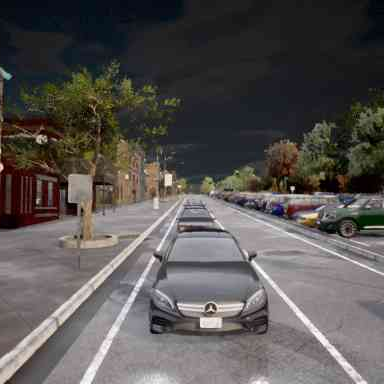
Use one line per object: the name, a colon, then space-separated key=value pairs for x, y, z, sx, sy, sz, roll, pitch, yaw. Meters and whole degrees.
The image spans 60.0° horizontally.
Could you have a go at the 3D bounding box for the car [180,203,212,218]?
car: x=0.194 y=1.532 z=17.447 sx=2.033 sy=1.411 sz=5.357 roll=0 pitch=0 yaw=0

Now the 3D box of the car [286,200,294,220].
car: x=9.244 y=1.506 z=22.681 sx=4.674 sy=1.452 sz=2.002 roll=0 pitch=0 yaw=0

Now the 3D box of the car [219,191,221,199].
car: x=8.896 y=0.938 z=67.538 sx=5.566 sy=2.045 sz=2.435 roll=0 pitch=1 yaw=0

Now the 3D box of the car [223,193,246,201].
car: x=8.874 y=1.039 z=70.342 sx=4.553 sy=1.767 sz=2.185 roll=0 pitch=1 yaw=0

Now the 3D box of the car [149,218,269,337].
car: x=0.253 y=1.524 z=6.868 sx=1.812 sy=1.442 sz=4.674 roll=0 pitch=0 yaw=0

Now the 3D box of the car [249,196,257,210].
car: x=9.171 y=1.470 z=36.699 sx=4.792 sy=1.488 sz=2.163 roll=0 pitch=0 yaw=0

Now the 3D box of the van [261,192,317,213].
van: x=9.065 y=1.230 z=31.093 sx=4.442 sy=1.987 sz=1.878 roll=0 pitch=0 yaw=0

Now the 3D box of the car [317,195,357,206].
car: x=22.305 y=1.332 z=51.351 sx=5.366 sy=1.575 sz=1.946 roll=0 pitch=1 yaw=0

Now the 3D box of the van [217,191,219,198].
van: x=8.729 y=0.864 z=78.750 sx=4.442 sy=1.987 sz=1.878 roll=0 pitch=1 yaw=0

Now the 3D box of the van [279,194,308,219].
van: x=9.338 y=1.237 z=25.484 sx=4.442 sy=1.987 sz=1.878 roll=0 pitch=0 yaw=0

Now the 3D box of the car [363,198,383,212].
car: x=22.187 y=1.469 z=37.464 sx=4.792 sy=1.488 sz=2.163 roll=0 pitch=0 yaw=0

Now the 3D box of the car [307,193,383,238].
car: x=9.252 y=1.221 z=17.073 sx=5.566 sy=2.045 sz=2.435 roll=0 pitch=0 yaw=0

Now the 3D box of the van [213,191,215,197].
van: x=8.650 y=0.764 z=89.962 sx=4.442 sy=1.987 sz=1.878 roll=0 pitch=1 yaw=0

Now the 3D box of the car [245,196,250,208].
car: x=9.120 y=1.465 z=39.507 sx=4.674 sy=1.452 sz=2.002 roll=0 pitch=0 yaw=0

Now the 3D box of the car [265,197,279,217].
car: x=9.196 y=1.460 z=28.287 sx=5.008 sy=1.535 sz=2.097 roll=0 pitch=0 yaw=0

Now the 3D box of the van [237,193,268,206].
van: x=9.160 y=1.113 z=50.721 sx=4.442 sy=1.987 sz=1.878 roll=0 pitch=1 yaw=0

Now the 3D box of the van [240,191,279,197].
van: x=9.199 y=1.163 z=45.116 sx=4.442 sy=1.987 sz=1.878 roll=0 pitch=0 yaw=0

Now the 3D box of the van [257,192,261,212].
van: x=9.279 y=1.222 z=33.896 sx=4.442 sy=1.987 sz=1.878 roll=0 pitch=0 yaw=0

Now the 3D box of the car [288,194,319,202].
car: x=21.836 y=1.209 z=65.226 sx=5.366 sy=1.575 sz=1.946 roll=0 pitch=0 yaw=0

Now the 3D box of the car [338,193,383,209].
car: x=22.149 y=1.153 z=43.020 sx=5.566 sy=2.045 sz=2.435 roll=0 pitch=0 yaw=0

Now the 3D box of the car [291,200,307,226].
car: x=9.076 y=1.466 z=19.876 sx=5.366 sy=1.575 sz=1.946 roll=0 pitch=0 yaw=0

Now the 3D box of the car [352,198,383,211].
car: x=22.226 y=1.452 z=40.248 sx=4.792 sy=1.488 sz=2.163 roll=0 pitch=0 yaw=0

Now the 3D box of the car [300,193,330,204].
car: x=22.091 y=1.135 z=59.677 sx=4.553 sy=1.767 sz=2.185 roll=0 pitch=1 yaw=0

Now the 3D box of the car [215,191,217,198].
car: x=8.820 y=1.064 z=81.556 sx=5.008 sy=1.535 sz=2.097 roll=0 pitch=1 yaw=0

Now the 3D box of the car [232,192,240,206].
car: x=9.035 y=1.113 z=47.915 sx=5.566 sy=2.045 sz=2.435 roll=0 pitch=1 yaw=0

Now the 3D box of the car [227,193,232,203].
car: x=8.997 y=1.290 z=56.328 sx=4.892 sy=1.521 sz=2.231 roll=0 pitch=1 yaw=0

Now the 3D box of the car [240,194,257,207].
car: x=9.109 y=1.408 z=42.310 sx=4.892 sy=1.521 sz=2.231 roll=0 pitch=0 yaw=0

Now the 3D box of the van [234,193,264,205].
van: x=9.140 y=1.088 z=53.524 sx=4.442 sy=1.987 sz=1.878 roll=0 pitch=1 yaw=0

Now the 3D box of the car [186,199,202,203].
car: x=0.221 y=1.442 z=29.925 sx=2.128 sy=1.511 sz=4.902 roll=0 pitch=0 yaw=0

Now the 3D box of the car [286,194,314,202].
car: x=22.007 y=1.188 z=68.004 sx=4.892 sy=1.521 sz=2.231 roll=0 pitch=1 yaw=0

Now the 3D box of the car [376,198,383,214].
car: x=22.421 y=1.444 z=34.694 sx=5.366 sy=1.575 sz=1.946 roll=0 pitch=0 yaw=0

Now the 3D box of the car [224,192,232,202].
car: x=8.962 y=1.279 z=61.935 sx=4.674 sy=1.452 sz=2.002 roll=0 pitch=1 yaw=0

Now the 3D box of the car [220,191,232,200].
car: x=8.916 y=0.963 z=64.735 sx=5.566 sy=2.045 sz=2.435 roll=0 pitch=1 yaw=0
